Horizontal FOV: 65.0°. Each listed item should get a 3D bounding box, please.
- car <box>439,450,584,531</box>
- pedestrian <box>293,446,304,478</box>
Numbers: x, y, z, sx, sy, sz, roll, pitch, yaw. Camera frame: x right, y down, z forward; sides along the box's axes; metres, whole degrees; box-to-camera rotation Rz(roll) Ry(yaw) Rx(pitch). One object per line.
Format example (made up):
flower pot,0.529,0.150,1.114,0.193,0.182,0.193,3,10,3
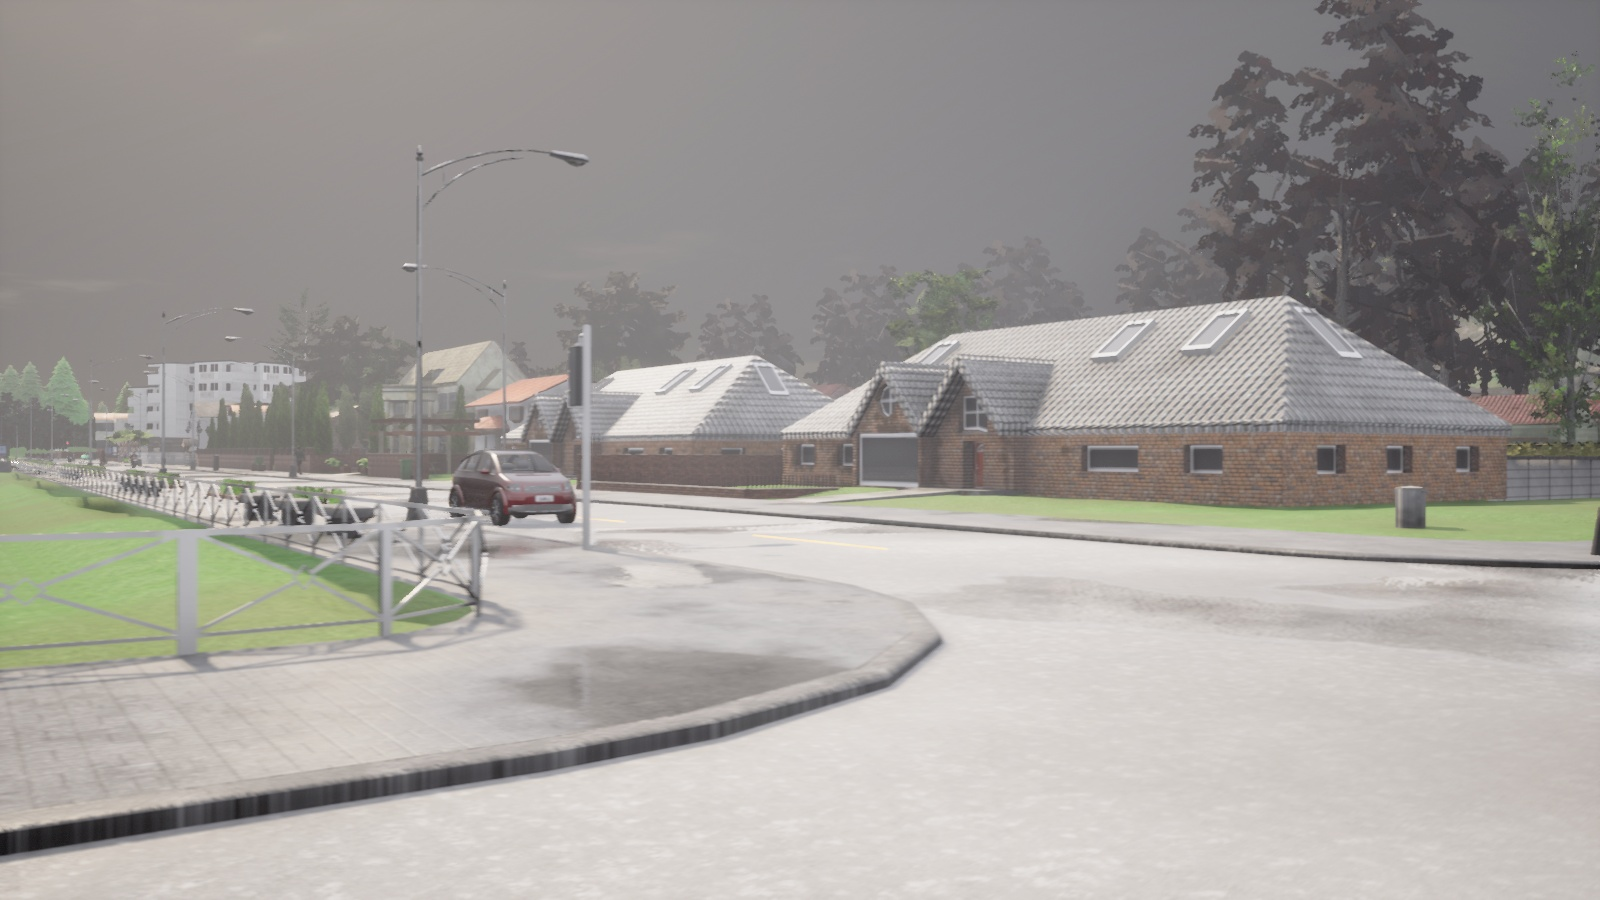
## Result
car,-6.232,0.800,26.848,1.789,1.549,3.705,0,1,-34
pedestrian,-30.916,0.725,77.399,0.423,1.949,0.788,0,0,-35
